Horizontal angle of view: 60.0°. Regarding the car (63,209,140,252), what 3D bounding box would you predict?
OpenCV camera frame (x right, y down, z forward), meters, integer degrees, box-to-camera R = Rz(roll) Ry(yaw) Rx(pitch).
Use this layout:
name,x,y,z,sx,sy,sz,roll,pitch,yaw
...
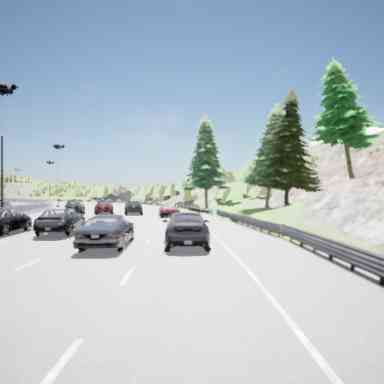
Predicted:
name,x,y,z,sx,sy,sz,roll,pitch,yaw
car,-3.718,1.712,14.775,2.033,1.411,5.357,0,-1,-3

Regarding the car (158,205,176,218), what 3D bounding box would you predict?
name,x,y,z,sx,sy,sz,roll,pitch,yaw
car,-2.586,1.989,35.439,1.895,1.301,4.718,0,-1,-10

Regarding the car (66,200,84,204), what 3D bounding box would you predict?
name,x,y,z,sx,sy,sz,roll,pitch,yaw
car,-14.340,1.804,40.692,2.097,1.767,4.553,0,-1,-12

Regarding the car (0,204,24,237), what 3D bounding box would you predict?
name,x,y,z,sx,sy,sz,roll,pitch,yaw
car,-11.097,1.712,19.451,2.128,1.511,4.902,0,-1,-5

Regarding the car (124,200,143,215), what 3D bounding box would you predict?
name,x,y,z,sx,sy,sz,roll,pitch,yaw
car,-7.207,1.800,40.718,2.097,1.767,4.553,0,-1,-12

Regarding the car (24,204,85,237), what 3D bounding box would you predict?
name,x,y,z,sx,sy,sz,roll,pitch,yaw
car,-7.595,1.711,19.488,2.128,1.511,4.902,0,-1,-5

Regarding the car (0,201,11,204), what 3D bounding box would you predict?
name,x,y,z,sx,sy,sz,roll,pitch,yaw
car,-27.231,2.068,48.160,1.812,1.442,4.674,0,-1,-15

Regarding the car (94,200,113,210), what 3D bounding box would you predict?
name,x,y,z,sx,sy,sz,roll,pitch,yaw
car,-10.774,1.802,40.709,2.097,1.767,4.553,0,-1,-12

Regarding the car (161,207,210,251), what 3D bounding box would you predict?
name,x,y,z,sx,sy,sz,roll,pitch,yaw
car,-0.270,1.671,15.002,1.837,1.490,4.892,0,0,-3
